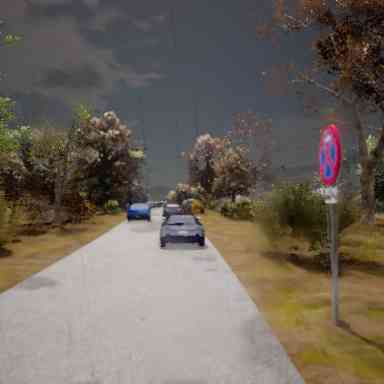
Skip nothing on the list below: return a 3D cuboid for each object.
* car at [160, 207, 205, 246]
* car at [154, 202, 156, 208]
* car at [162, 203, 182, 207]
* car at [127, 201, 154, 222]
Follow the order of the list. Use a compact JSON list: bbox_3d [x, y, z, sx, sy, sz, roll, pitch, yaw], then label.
[{"bbox_3d":[-0.498,1.643,15.716,1.994,1.385,4.181,0,0,-3],"label":"car"},{"bbox_3d":[-8.462,2.618,69.245,1.812,1.442,4.674,0,-2,-6],"label":"car"},{"bbox_3d":[-1.972,1.798,33.161,1.812,1.442,4.674,0,-1,-6],"label":"car"},{"bbox_3d":[-4.465,1.683,28.487,1.882,1.535,5.008,0,-1,-5],"label":"car"}]
